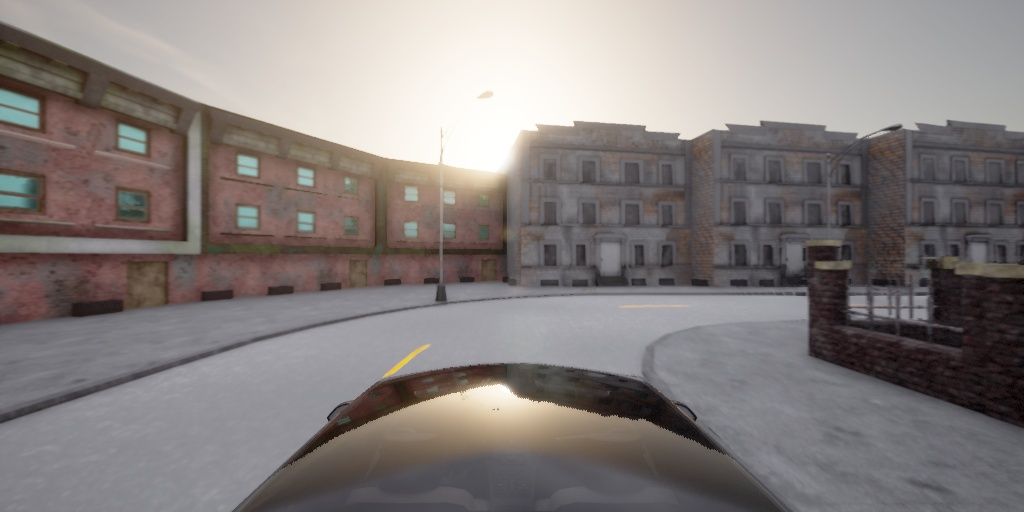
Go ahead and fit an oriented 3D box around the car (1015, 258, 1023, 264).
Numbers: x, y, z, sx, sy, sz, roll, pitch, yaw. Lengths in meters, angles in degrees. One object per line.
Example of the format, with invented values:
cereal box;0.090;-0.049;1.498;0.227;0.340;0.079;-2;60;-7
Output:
car;25.433;1.003;16.719;5.566;2.045;2.150;0;0;0
